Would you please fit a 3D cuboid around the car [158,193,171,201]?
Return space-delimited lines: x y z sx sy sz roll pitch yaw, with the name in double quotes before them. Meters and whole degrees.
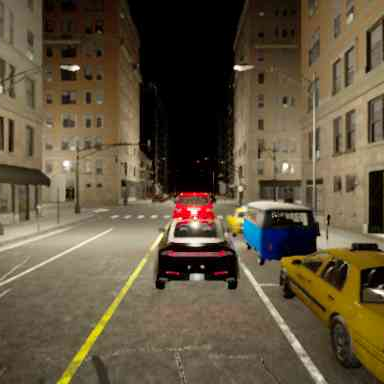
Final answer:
"car" -5.394 0.998 65.440 2.008 1.369 4.403 1 1 1

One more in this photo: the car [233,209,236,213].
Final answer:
"car" 2.675 1.384 16.785 1.752 1.417 4.829 1 0 0

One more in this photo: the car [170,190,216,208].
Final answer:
"car" 0.100 1.062 19.052 2.150 2.045 5.566 0 1 0

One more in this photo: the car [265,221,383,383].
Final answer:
"car" 2.675 1.479 5.438 1.752 1.417 4.829 1 0 0

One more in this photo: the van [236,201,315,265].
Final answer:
"van" 2.677 1.248 10.940 1.690 1.788 3.998 1 0 0

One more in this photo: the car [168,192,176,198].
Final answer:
"car" -5.113 0.782 87.384 1.752 1.417 4.829 1 1 1

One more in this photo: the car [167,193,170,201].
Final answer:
"car" -5.465 1.061 59.911 1.947 1.339 4.313 1 0 1

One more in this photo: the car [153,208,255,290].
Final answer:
"car" 0.098 1.416 8.869 2.128 1.511 4.902 0 0 0

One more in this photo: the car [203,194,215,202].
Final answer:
"car" 3.060 1.039 59.808 1.887 1.381 4.507 1 1 1

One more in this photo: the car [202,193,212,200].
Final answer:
"car" 3.202 0.943 70.868 1.887 1.381 4.507 1 1 1

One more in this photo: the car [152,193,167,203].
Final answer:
"car" -5.536 1.124 54.383 1.802 1.307 4.206 1 1 1

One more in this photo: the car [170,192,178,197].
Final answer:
"car" -5.041 0.772 93.083 1.947 1.339 4.313 1 1 1

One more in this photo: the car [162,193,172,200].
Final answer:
"car" -5.323 0.944 70.968 1.887 1.381 4.507 1 1 1

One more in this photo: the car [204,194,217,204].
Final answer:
"car" 2.990 1.107 54.278 1.947 1.339 4.313 1 0 1

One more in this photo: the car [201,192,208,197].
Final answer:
"car" 3.484 0.756 92.988 2.008 1.369 4.403 1 1 1

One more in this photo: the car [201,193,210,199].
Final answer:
"car" 3.342 0.868 81.928 1.947 1.339 4.313 1 1 1
